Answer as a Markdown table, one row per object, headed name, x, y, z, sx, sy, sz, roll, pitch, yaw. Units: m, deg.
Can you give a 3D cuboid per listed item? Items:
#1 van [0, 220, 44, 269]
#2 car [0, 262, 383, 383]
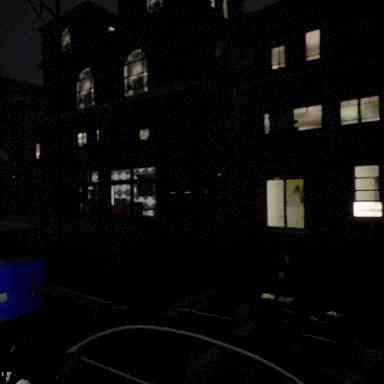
| name | x | y | z | sx | sy | sz | roll | pitch | yaw |
| --- | --- | --- | --- | --- | --- | --- | --- | --- | --- |
| van | -4.356 | 1.344 | 6.002 | 3.998 | 1.788 | 1.690 | 0 | -1 | 36 |
| car | 0.102 | 1.552 | 2.818 | 4.403 | 1.369 | 2.008 | 0 | -1 | 36 |
